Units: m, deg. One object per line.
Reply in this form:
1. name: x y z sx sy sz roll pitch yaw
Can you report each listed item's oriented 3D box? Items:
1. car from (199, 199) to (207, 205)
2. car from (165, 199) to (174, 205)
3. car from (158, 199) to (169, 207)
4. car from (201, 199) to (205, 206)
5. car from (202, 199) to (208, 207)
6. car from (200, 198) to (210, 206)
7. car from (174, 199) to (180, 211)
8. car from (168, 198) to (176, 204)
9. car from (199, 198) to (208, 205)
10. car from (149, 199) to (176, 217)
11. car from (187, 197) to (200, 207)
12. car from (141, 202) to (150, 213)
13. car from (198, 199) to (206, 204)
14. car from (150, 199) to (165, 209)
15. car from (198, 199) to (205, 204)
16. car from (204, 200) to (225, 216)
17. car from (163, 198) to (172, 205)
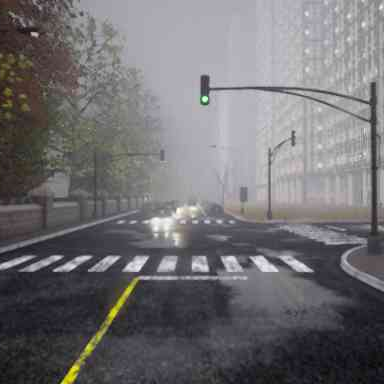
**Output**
1. car: 2.731 2.414 83.074 2.008 1.369 4.403 0 -1 0
2. car: -5.649 2.408 83.078 1.887 1.381 4.507 0 -1 0
3. car: -5.656 2.200 66.014 1.752 1.417 4.829 0 -1 0
4. car: 2.716 2.062 49.283 1.947 1.339 4.313 0 -1 0
5. car: 2.713 2.003 43.650 1.947 1.339 4.313 0 -1 0
6. car: 2.727 2.178 71.812 1.967 1.590 4.097 0 -1 0
7. car: -3.070 1.945 46.526 1.882 1.535 5.008 0 -1 0
8. car: -5.643 2.534 94.342 1.887 1.381 4.507 0 -1 0
9. car: 2.730 2.240 77.444 1.967 1.590 4.097 0 -1 0
10. car: -3.132 1.852 36.179 2.128 1.511 4.902 0 -1 -3
11. car: 0.031 2.210 64.888 2.033 1.411 5.357 0 -1 0
12. car: -5.667 2.019 43.654 1.802 1.307 4.206 0 -1 0
13. car: 2.734 2.477 88.706 2.008 1.369 4.403 0 -1 0
14. car: -5.661 1.995 54.920 1.967 1.590 4.097 0 -1 0
15. car: 2.737 2.572 94.338 1.802 1.307 4.206 0 -1 0
16. car: 2.710 1.945 38.018 1.947 1.339 4.313 0 -1 0
17. car: -5.651 2.240 77.447 1.967 1.590 4.097 0 -1 0
